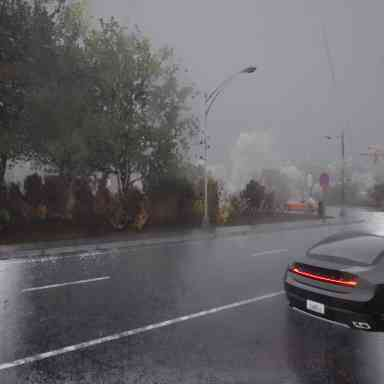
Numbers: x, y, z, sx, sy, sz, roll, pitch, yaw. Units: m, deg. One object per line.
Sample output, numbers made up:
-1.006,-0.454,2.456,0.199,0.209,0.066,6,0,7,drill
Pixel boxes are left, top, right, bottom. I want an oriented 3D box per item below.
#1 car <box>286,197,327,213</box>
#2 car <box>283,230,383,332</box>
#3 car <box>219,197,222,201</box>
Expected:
12.533,1.352,36.838,2.097,1.767,4.553,0,0,-32,car
3.858,1.505,6.489,4.892,1.490,1.837,0,0,-35,car
4.527,1.354,69.521,1.994,1.385,4.181,0,1,-33,car
